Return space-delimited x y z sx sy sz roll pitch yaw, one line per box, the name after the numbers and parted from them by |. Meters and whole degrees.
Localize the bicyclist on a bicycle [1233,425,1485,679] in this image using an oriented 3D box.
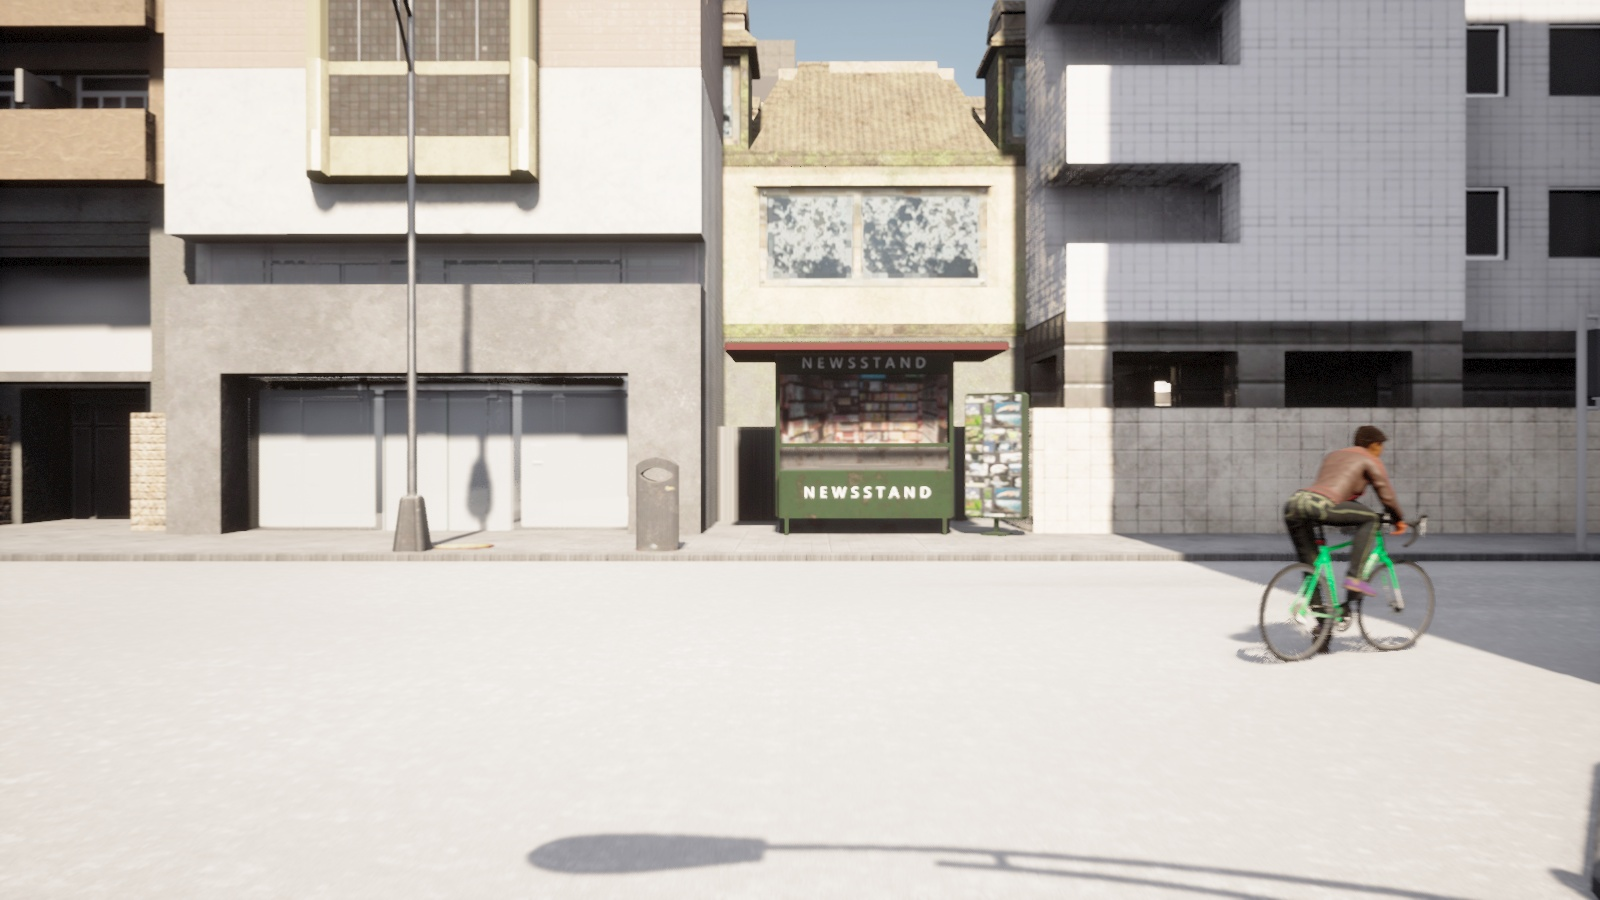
3.859 0.654 8.664 1.656 1.620 0.582 0 2 -25 | bicyclist on a bicycle
